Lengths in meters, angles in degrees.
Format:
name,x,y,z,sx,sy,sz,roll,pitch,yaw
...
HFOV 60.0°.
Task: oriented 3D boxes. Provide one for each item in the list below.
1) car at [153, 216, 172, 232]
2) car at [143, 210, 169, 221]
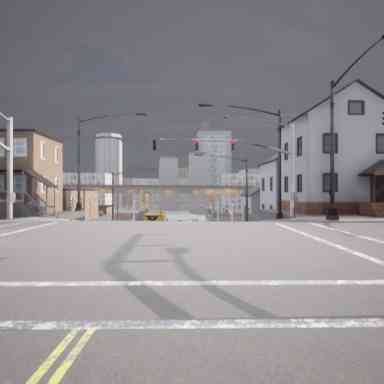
name,x,y,z,sx,sy,sz,roll,pitch,yaw
car,-3.776,4.226,43.667,2.128,1.511,4.902,0,-13,-1
car,-3.670,2.529,33.444,1.882,1.535,5.008,0,-9,1
